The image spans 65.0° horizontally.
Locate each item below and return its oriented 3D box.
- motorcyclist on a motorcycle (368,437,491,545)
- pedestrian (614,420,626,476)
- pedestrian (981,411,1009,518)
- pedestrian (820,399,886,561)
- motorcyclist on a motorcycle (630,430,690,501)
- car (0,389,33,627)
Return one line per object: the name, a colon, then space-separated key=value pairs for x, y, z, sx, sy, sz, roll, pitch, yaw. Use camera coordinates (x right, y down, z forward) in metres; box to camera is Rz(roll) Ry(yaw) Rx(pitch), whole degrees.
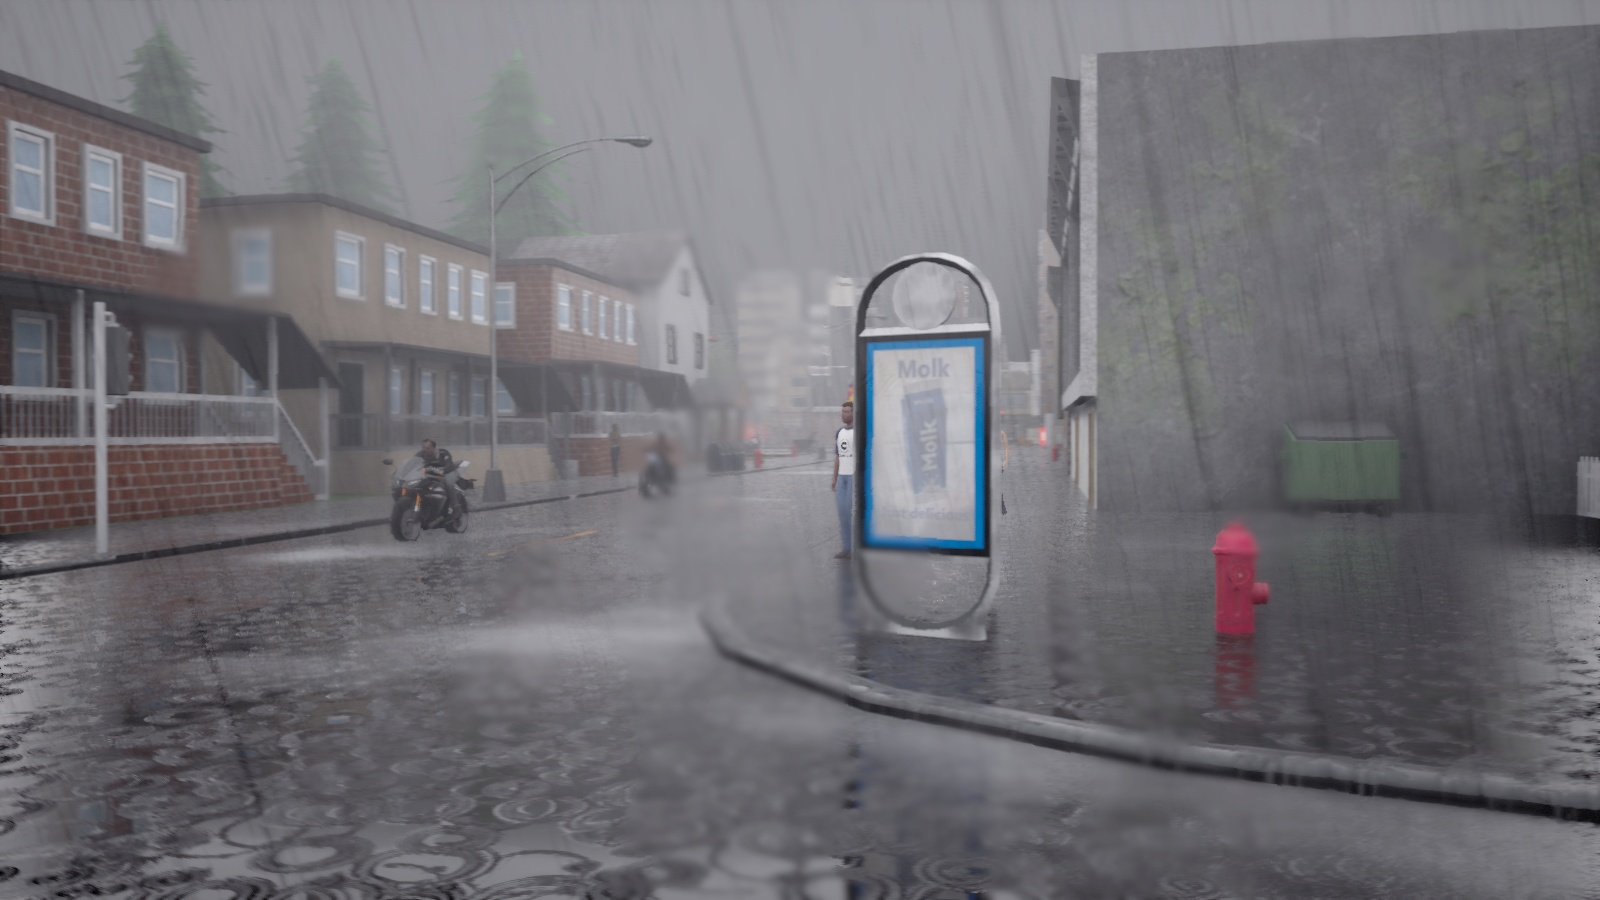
motorcyclist on a motorcycle: x=-5.566 y=0.574 z=19.019 sx=0.866 sy=1.530 sz=2.191 roll=0 pitch=1 yaw=11
pedestrian: x=-5.960 y=-0.068 z=41.597 sx=0.331 sy=1.846 sz=0.634 roll=0 pitch=1 yaw=-2
pedestrian: x=3.402 y=0.247 z=21.900 sx=0.345 sy=1.836 sz=0.594 roll=1 pitch=1 yaw=22
pedestrian: x=0.617 y=0.337 z=14.564 sx=0.706 sy=1.836 sz=0.354 roll=0 pitch=1 yaw=-42
motorcyclist on a motorcycle: x=-3.343 y=0.341 z=30.308 sx=0.766 sy=1.649 sz=2.350 roll=0 pitch=1 yaw=11
car: x=-7.348 y=0.475 z=8.395 sx=1.905 sy=1.878 sz=3.866 roll=0 pitch=1 yaw=3
